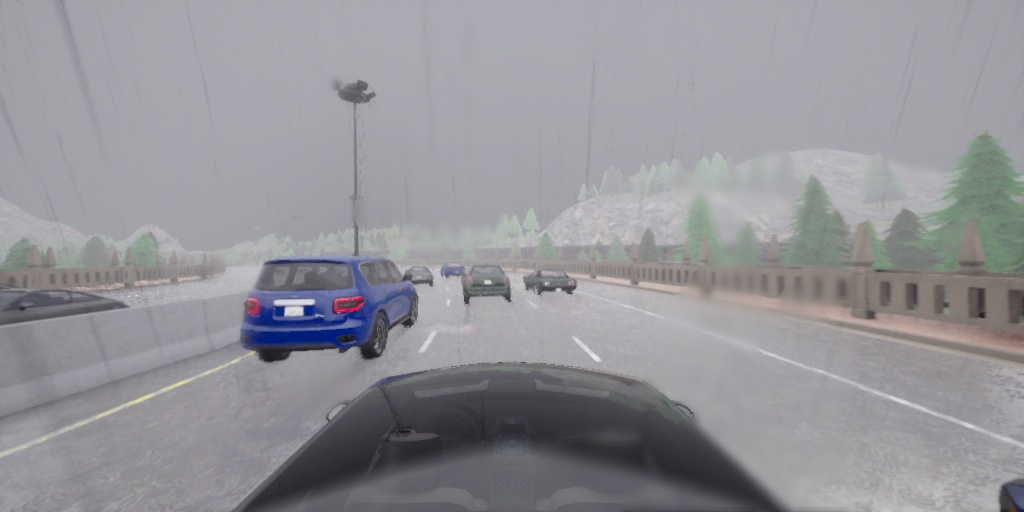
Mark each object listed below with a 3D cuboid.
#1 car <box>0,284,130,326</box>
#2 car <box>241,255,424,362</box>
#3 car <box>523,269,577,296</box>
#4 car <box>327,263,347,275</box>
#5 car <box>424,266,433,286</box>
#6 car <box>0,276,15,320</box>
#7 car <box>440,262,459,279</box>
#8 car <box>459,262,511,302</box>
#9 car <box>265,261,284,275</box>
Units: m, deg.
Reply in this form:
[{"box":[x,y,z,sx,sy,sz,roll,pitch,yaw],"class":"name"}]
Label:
[{"box":[-10.953,1.419,7.774,1.994,1.385,4.181,0,0,-5],"class":"car"},{"box":[-3.776,1.013,8.578,2.150,2.045,5.566,0,0,-4],"class":"car"},{"box":[1.883,1.355,19.482,1.895,1.301,4.718,-1,0,-10],"class":"car"},{"box":[-23.352,1.644,47.790,2.033,1.411,5.357,-1,0,-30],"class":"car"},{"box":[-6.821,1.419,26.292,1.994,1.385,4.181,-1,0,-15],"class":"car"},{"box":[-18.169,1.434,10.116,1.837,1.490,4.892,0,0,-7],"class":"car"},{"box":[-5.798,1.334,35.006,1.882,1.535,5.008,-1,0,-19],"class":"car"},{"box":[-1.360,1.136,17.410,2.097,1.767,4.553,-1,0,-9],"class":"car"},{"box":[-31.908,1.573,48.178,2.097,1.767,4.553,-1,0,-33],"class":"car"}]
